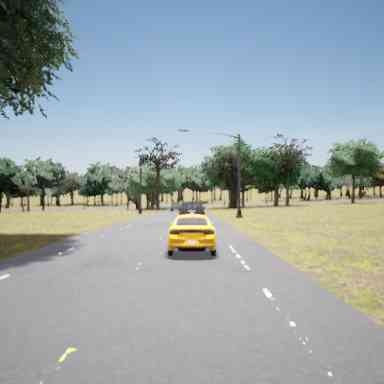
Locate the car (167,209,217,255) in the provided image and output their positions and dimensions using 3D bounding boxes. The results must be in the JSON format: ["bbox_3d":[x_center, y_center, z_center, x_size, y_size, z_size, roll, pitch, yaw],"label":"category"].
[{"bbox_3d":[0.007,1.710,14.503,1.882,1.535,5.008,0,-1,0],"label":"car"}]

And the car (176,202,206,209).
[{"bbox_3d":[0.001,1.867,29.080,2.150,2.045,5.566,0,-2,0],"label":"car"}]

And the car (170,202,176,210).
[{"bbox_3d":[-3.500,3.217,71.817,2.150,2.045,5.566,0,-2,0],"label":"car"}]
